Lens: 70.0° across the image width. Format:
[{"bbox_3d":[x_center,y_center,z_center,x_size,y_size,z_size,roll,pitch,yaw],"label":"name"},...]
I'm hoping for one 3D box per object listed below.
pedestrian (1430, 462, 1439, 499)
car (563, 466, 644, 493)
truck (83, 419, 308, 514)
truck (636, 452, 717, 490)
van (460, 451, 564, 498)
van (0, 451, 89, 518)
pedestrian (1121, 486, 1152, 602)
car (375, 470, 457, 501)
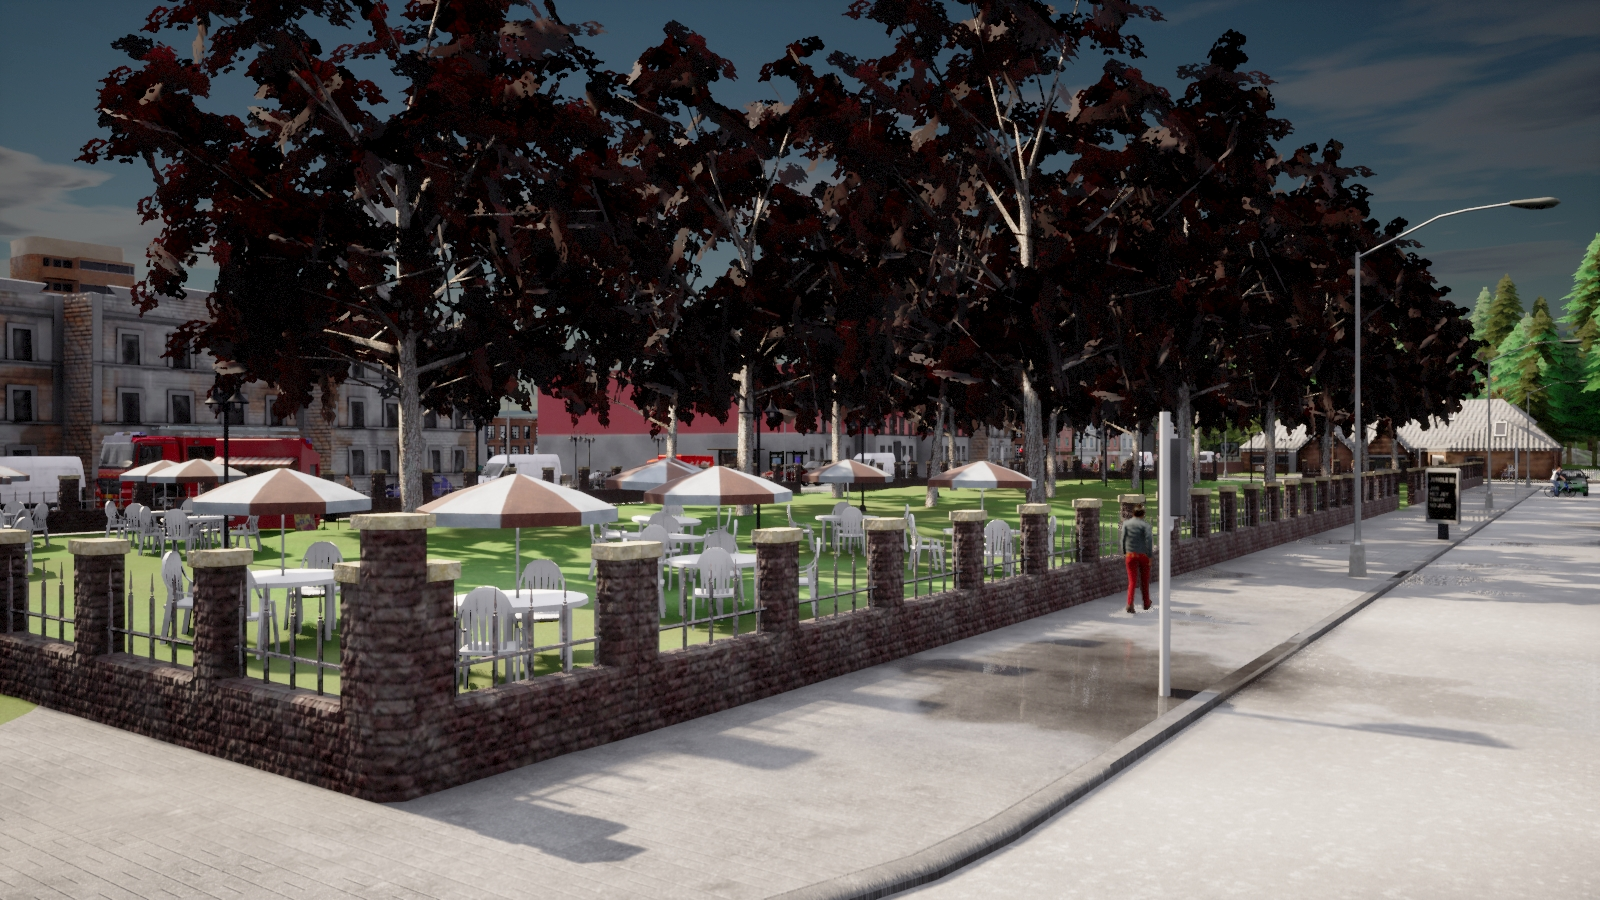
[{"bbox_3d":[31.746,1.525,57.187,0.375,1.860,0.375,0,0,35],"label":"pedestrian"},{"bbox_3d":[-12.166,1.814,71.050,2.097,1.535,5.006,0,0,35],"label":"car"},{"bbox_3d":[-26.598,0.670,50.778,2.891,3.827,8.468,0,0,35],"label":"truck"},{"bbox_3d":[-8.233,1.348,76.671,2.627,2.467,5.204,0,0,35],"label":"truck"},{"bbox_3d":[-16.329,1.314,65.083,1.988,2.561,5.915,0,0,35],"label":"van"},{"bbox_3d":[-31.029,1.314,43.996,1.988,2.561,5.915,0,0,35],"label":"van"},{"bbox_3d":[5.496,1.525,18.670,0.375,1.860,0.375,0,0,37],"label":"pedestrian"},{"bbox_3d":[-20.045,1.818,59.739,1.845,1.501,3.633,0,0,35],"label":"car"}]
